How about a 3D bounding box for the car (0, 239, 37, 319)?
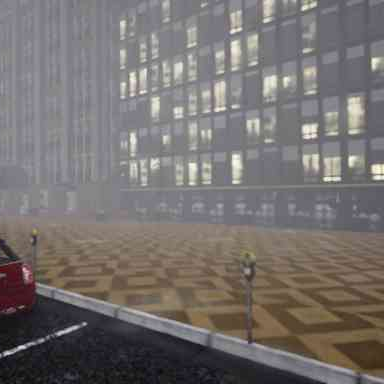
[{"bbox_3d":[-4.796,1.495,6.290,4.097,1.590,1.967,-1,0,35],"label":"car"}]
